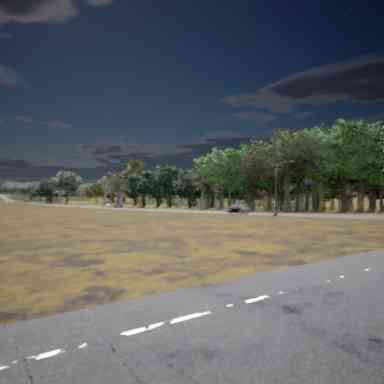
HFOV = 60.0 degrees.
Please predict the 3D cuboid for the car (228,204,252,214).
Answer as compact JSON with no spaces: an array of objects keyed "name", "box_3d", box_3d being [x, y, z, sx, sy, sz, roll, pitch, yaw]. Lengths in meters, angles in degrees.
[{"name":"car","box_3d":[8.358,2.882,58.334,2.097,1.767,4.553,1,-2,-33]}]
